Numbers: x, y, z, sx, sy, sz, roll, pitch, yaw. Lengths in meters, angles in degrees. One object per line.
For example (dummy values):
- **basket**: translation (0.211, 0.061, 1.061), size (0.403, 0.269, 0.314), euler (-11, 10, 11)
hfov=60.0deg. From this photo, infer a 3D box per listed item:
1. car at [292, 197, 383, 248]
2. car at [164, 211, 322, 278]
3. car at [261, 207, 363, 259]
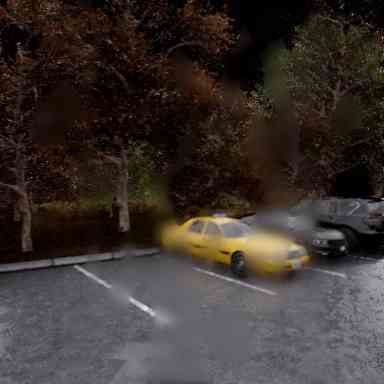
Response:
- **car**: translation (5.498, 1.220, 14.024), size (2.435, 2.045, 5.566), euler (-1, 0, -36)
- **car**: translation (1.084, 1.493, 10.610), size (1.946, 1.575, 5.366), euler (0, 0, -36)
- **car**: translation (3.243, 1.487, 12.386), size (2.097, 1.535, 5.008), euler (0, 0, -36)
